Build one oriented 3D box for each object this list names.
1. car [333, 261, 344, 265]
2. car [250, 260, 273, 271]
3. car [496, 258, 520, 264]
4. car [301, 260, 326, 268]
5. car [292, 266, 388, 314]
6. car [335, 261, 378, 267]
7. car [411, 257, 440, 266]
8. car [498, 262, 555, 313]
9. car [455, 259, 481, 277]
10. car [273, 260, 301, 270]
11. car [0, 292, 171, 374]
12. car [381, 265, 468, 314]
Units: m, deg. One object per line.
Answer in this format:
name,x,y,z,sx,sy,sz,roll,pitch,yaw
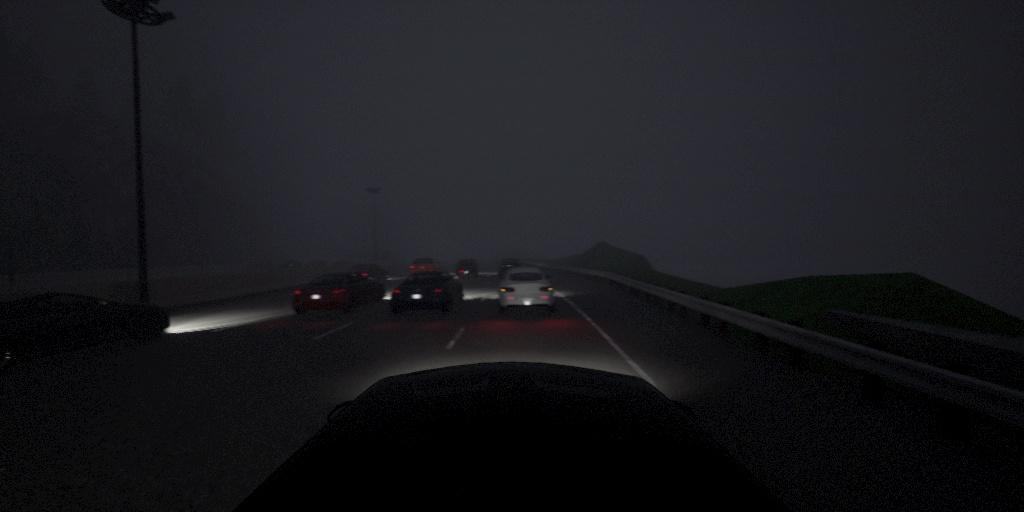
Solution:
car,-25.033,1.333,53.078,1.895,1.301,4.718,-2,1,-13
car,-35.271,1.309,50.729,1.994,1.385,4.181,-2,1,-13
car,-0.191,0.901,29.711,1.837,1.490,4.892,-1,1,-4
car,-28.451,1.274,52.314,2.128,1.511,4.902,-2,1,-13
car,-6.519,1.310,13.950,1.994,1.385,4.181,-1,1,0
car,-10.371,1.233,25.722,2.033,1.411,5.357,-1,1,-4
car,-7.286,0.904,30.532,2.097,1.767,4.553,-1,1,-5
car,0.464,1.120,13.028,1.812,1.442,4.674,-1,1,0
car,-3.745,0.977,30.291,1.837,1.490,4.892,-1,1,-5
car,-31.861,1.278,51.522,1.837,1.490,4.892,-2,1,-13
car,-10.113,1.474,7.759,1.994,1.385,4.181,-1,1,2
car,-3.026,1.235,13.435,1.994,1.385,4.181,-1,1,0
